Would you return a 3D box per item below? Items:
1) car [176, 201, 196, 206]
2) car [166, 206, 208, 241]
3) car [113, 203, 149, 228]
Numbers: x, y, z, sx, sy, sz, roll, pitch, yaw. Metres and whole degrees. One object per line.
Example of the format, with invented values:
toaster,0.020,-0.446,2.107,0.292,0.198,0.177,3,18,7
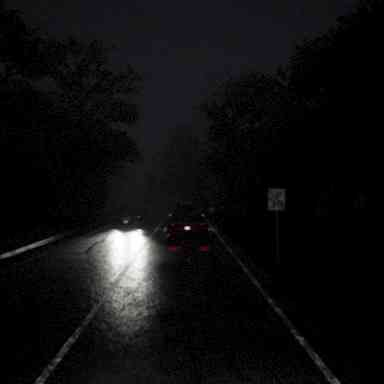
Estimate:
car,-0.623,1.642,33.637,1.882,1.535,5.008,0,-1,-1
car,-0.254,1.607,16.985,1.994,1.385,4.181,0,0,-1
car,-4.073,1.549,22.689,2.128,1.511,4.902,0,0,-1
